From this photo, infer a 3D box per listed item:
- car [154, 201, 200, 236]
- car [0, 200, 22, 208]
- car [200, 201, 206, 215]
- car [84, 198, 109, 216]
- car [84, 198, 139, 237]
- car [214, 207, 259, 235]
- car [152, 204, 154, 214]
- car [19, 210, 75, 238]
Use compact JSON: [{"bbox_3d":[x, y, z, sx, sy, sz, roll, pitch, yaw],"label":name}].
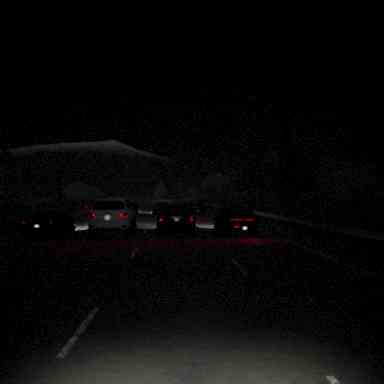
[{"bbox_3d":[-1.003,1.473,19.354,2.097,1.767,4.553,0,0,-5],"label":"car"},{"bbox_3d":[-21.561,1.758,39.069,2.128,1.511,4.902,0,0,-9],"label":"car"},{"bbox_3d":[0.274,1.716,36.498,2.128,1.511,4.902,0,0,-9],"label":"car"},{"bbox_3d":[-10.297,1.587,36.152,2.097,1.767,4.553,0,0,-9],"label":"car"},{"bbox_3d":[-4.462,1.345,19.152,2.150,2.045,5.566,0,0,-6],"label":"car"},{"bbox_3d":[2.499,1.623,19.597,1.837,1.490,4.892,0,0,-6],"label":"car"},{"bbox_3d":[-3.365,1.796,37.125,1.994,1.385,4.181,0,0,-9],"label":"car"},{"bbox_3d":[-7.952,1.688,18.607,1.994,1.385,4.181,0,0,-6],"label":"car"}]
